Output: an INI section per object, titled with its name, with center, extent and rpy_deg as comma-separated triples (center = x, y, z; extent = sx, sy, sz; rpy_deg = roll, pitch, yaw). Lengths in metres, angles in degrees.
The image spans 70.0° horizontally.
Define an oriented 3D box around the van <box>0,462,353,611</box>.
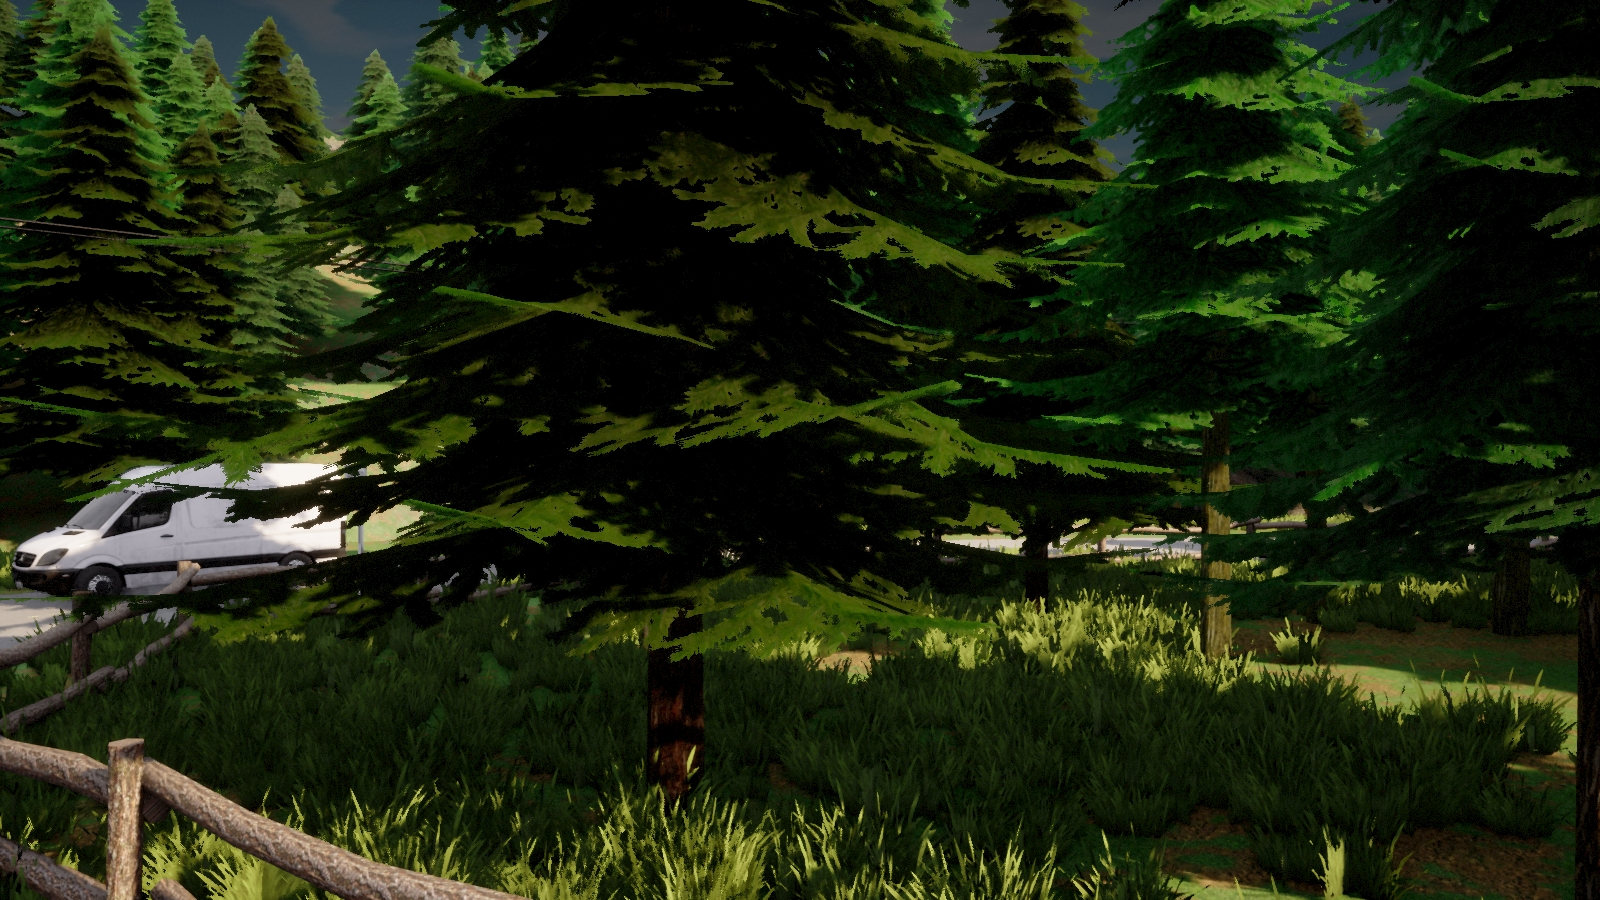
[van]
center = -12.237, 1.535, 22.883
extent = 1.988, 2.561, 5.915
rpy_deg = 0, 0, 39
